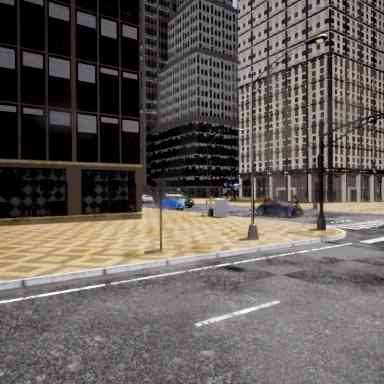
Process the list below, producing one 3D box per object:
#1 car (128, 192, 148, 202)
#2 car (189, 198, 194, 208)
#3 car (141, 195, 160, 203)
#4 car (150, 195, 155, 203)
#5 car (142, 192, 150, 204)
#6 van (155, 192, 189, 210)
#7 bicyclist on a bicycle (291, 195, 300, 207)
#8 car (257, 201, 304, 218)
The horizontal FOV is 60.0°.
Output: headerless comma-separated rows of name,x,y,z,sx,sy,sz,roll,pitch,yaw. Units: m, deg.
car,-10.940,0.983,67.143,2.192,1.841,5.009,0,0,-34
car,-1.957,1.058,43.457,2.150,2.045,5.566,-1,0,-34
car,-7.843,1.239,62.551,1.887,1.381,4.507,0,0,-34
car,-4.746,1.036,57.956,2.192,1.841,5.009,0,0,-34
car,-8.568,1.254,58.986,1.812,1.442,4.674,-1,1,-34
van,-2.405,1.211,39.494,1.690,1.788,3.998,0,0,-34
bicyclist on a bicycle,11.983,1.119,38.402,1.656,1.620,0.582,-1,1,-34
car,7.679,1.478,29.165,1.994,1.385,4.181,-1,1,-34
